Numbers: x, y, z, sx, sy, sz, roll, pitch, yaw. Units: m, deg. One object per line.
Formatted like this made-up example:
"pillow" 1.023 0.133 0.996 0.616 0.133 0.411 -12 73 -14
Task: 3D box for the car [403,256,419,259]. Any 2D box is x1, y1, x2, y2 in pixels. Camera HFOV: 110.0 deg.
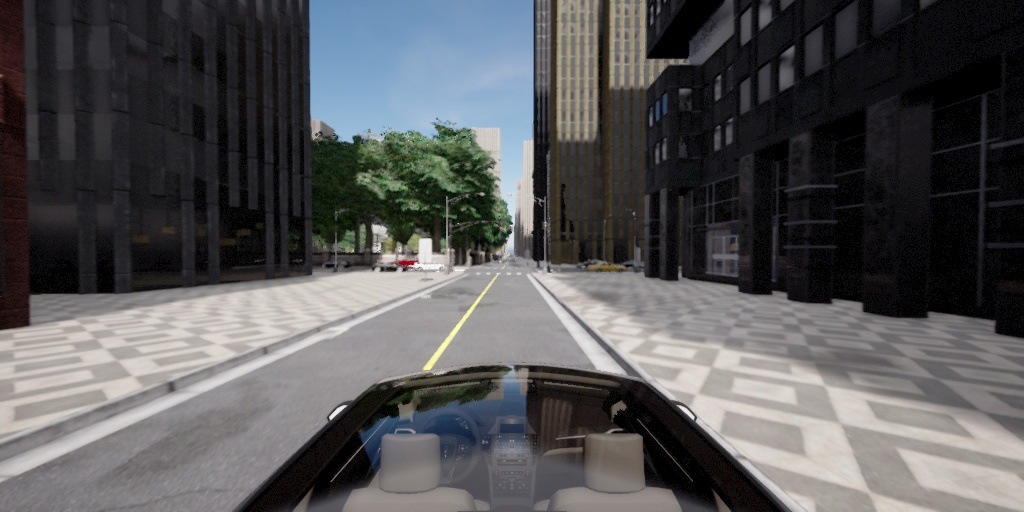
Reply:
"car" -15.045 0.941 52.942 5.009 1.841 2.192 0 0 0

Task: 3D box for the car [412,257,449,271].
"car" -10.568 1.310 47.150 4.674 1.442 1.812 1 1 0

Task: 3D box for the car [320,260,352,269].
"car" -25.957 1.189 52.998 4.313 1.339 1.948 0 0 0

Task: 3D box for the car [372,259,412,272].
"car" -15.080 1.353 44.418 4.313 1.339 1.948 0 0 0

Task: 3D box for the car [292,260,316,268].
"car" -31.413 1.172 53.027 4.403 1.370 2.007 0 0 0

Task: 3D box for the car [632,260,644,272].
"car" 17.097 1.369 44.252 4.403 1.370 2.007 0 0 0

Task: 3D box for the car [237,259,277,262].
"car" -31.450 1.334 44.503 4.403 1.370 2.007 0 0 0

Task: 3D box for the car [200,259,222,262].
"car" -36.907 1.364 44.531 4.207 1.307 1.802 0 0 0

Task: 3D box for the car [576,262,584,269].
"car" 11.619 1.201 52.804 4.403 1.370 2.007 0 0 0

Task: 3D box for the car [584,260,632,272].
"car" 11.754 1.337 44.279 4.829 1.417 1.751 0 0 0
